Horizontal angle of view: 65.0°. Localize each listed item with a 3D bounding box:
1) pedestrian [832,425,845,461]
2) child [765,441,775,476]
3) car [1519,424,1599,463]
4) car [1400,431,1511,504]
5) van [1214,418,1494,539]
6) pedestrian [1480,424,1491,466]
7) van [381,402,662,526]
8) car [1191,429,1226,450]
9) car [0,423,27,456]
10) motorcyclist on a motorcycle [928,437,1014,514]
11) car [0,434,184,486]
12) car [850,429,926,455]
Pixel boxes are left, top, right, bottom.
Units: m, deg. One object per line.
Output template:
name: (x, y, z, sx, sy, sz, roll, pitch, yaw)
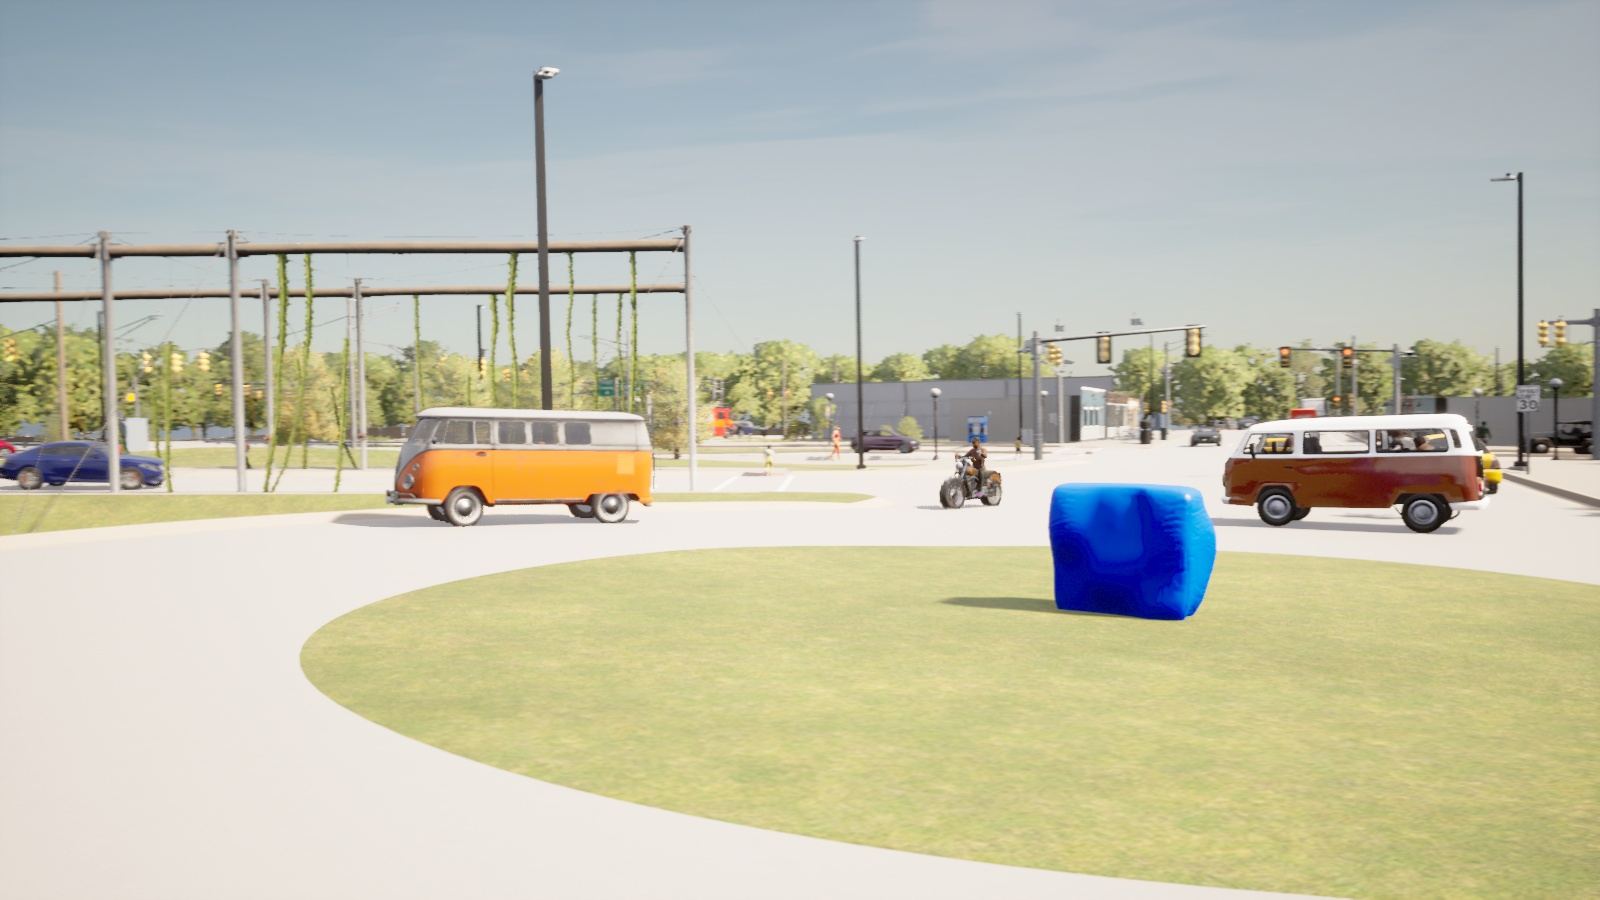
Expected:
pedestrian: (1.978, -0.371, 64.626, 0.594, 1.836, 0.345, 0, 2, 18)
child: (-1.099, 0.306, 46.174, 0.270, 1.263, 0.437, -1, 2, 7)
car: (39.470, -0.336, 64.630, 3.866, 1.878, 1.905, 2, 2, 16)
car: (16.333, 0.356, 31.534, 1.801, 1.575, 5.366, 0, 2, 20)
van: (10.241, 0.467, 23.287, 4.480, 2.038, 2.069, 0, 1, 32)
pedestrian: (30.582, -0.214, 56.047, 0.353, 1.847, 0.614, 1, 2, 35)
van: (-4.841, 0.243, 21.952, 4.442, 1.987, 1.775, 1, 0, -28)
car: (28.682, -0.718, 88.092, 1.994, 1.385, 4.181, 0, 2, 22)
car: (-38.559, -0.493, 58.031, 2.007, 1.525, 4.514, 0, 1, 20)
motorcyclist on a motorcycle: (3.842, 0.540, 28.104, 0.766, 1.649, 2.350, 0, 0, 40)
car: (-21.387, 0.289, 37.935, 4.674, 1.442, 1.812, 1, 2, -6)
car: (5.292, -0.481, 75.367, 4.193, 1.474, 1.816, 1, 2, 17)
